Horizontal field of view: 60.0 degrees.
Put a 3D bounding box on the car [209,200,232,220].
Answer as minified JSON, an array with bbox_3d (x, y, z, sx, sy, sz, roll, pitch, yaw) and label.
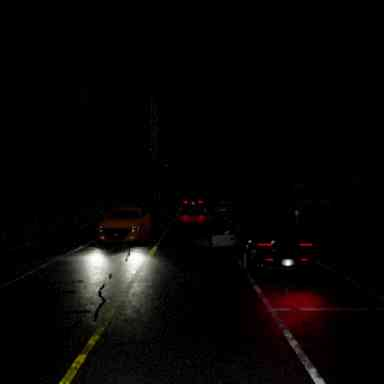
[{"bbox_3d":[2.817,1.499,31.090,1.752,1.417,4.829,0,0,0],"label":"car"}]

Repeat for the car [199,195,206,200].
[{"bbox_3d":[2.936,1.500,95.572,2.008,1.369,4.403,0,0,0],"label":"car"}]

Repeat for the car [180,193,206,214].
[{"bbox_3d":[0.114,1.193,35.420,2.150,2.045,5.566,0,0,0],"label":"car"}]

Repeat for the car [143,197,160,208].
[{"bbox_3d":[-5.678,1.490,47.135,1.752,1.417,4.829,0,0,0],"label":"car"}]

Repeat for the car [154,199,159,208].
[{"bbox_3d":[-5.688,1.408,41.848,1.967,1.590,4.097,0,0,0],"label":"car"}]

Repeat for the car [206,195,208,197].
[{"bbox_3d":[2.906,1.392,79.259,1.967,1.590,4.097,0,0,0],"label":"car"}]

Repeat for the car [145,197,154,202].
[{"bbox_3d":[-5.698,1.516,36.391,1.887,1.381,4.507,0,0,0],"label":"car"}]

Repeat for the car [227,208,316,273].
[{"bbox_3d":[2.372,1.494,10.643,1.837,1.490,4.892,0,0,0],"label":"car"}]

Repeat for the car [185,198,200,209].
[{"bbox_3d":[0.083,1.529,46.088,1.994,1.385,4.181,0,0,0],"label":"car"}]

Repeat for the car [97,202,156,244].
[{"bbox_3d":[-3.073,1.462,15.929,1.882,1.535,5.008,0,0,0],"label":"car"}]

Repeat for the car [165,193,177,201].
[{"bbox_3d":[-5.609,1.266,84.712,2.192,1.841,5.009,0,0,0],"label":"car"}]

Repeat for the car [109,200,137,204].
[{"bbox_3d":[-5.718,1.418,25.477,1.967,1.590,4.097,0,0,0],"label":"car"}]

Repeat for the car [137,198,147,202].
[{"bbox_3d":[-5.708,1.525,30.934,2.008,1.369,4.403,0,0,0],"label":"car"}]

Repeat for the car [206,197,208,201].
[{"bbox_3d":[2.827,1.536,36.377,1.947,1.339,4.313,0,0,0],"label":"car"}]
